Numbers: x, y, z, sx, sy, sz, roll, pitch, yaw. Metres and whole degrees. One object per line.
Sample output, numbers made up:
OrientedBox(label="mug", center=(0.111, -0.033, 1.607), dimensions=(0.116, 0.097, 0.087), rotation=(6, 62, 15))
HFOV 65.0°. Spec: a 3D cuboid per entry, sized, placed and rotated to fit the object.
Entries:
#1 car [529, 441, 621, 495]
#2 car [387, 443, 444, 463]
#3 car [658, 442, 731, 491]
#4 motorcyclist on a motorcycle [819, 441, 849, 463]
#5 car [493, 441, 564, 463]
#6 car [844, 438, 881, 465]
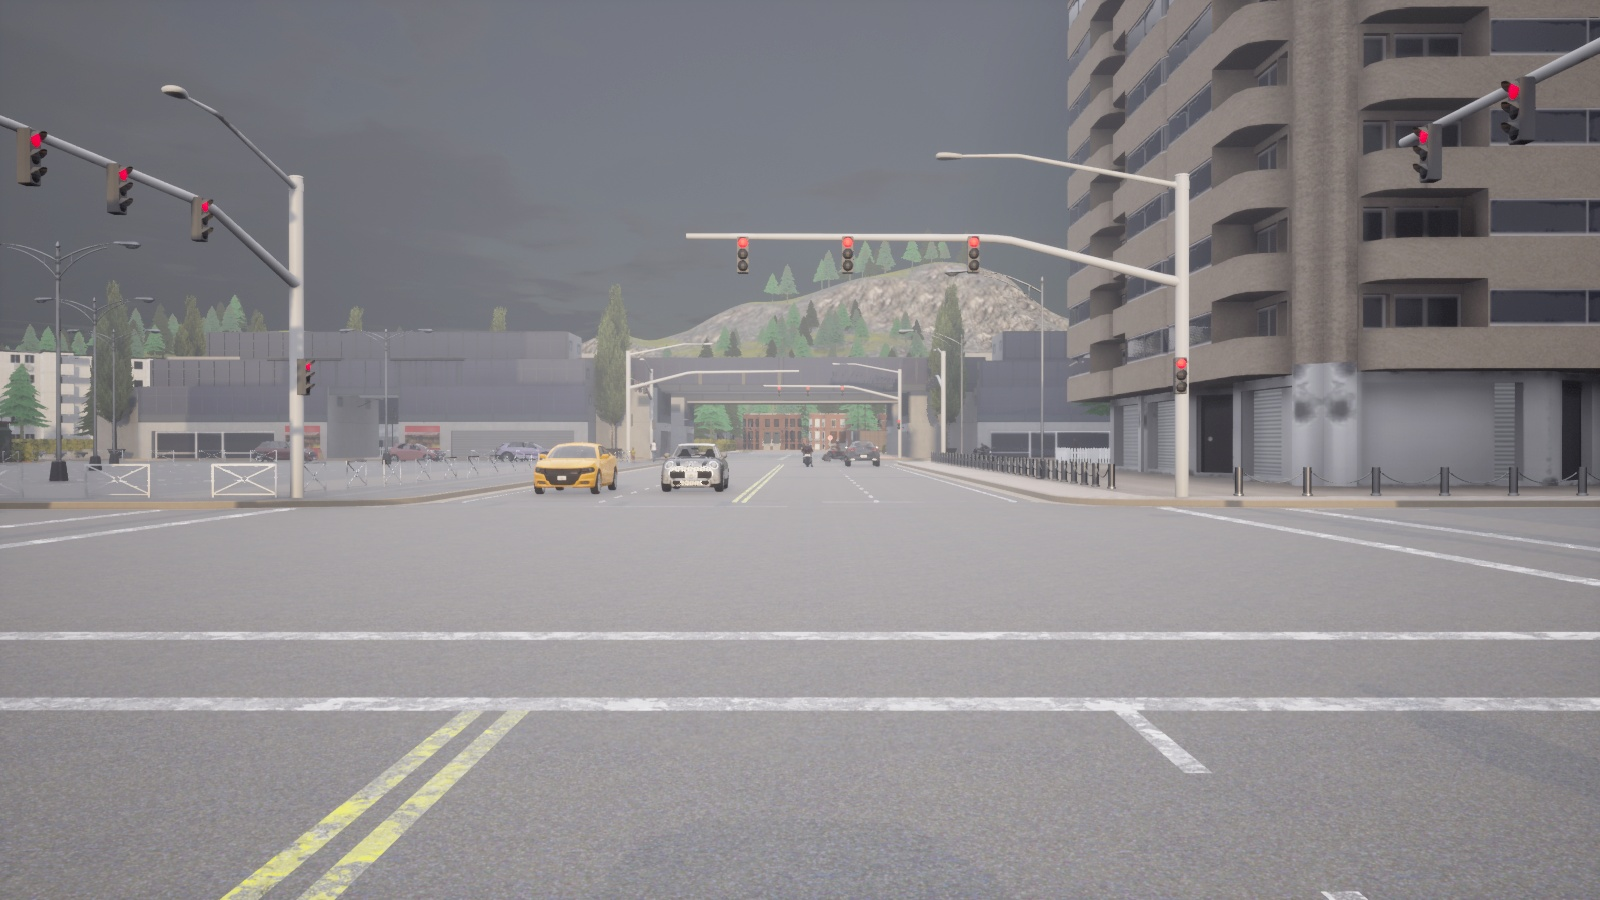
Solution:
OrientedBox(label="car", center=(-6.764, 0.503, 38.227), dimensions=(1.882, 1.535, 5.008), rotation=(0, 0, 0))
OrientedBox(label="car", center=(-28.654, 0.209, 93.600), dimensions=(3.633, 1.501, 1.845), rotation=(0, 0, 2))
OrientedBox(label="car", center=(-3.257, 0.486, 39.460), dimensions=(1.970, 1.475, 3.806), rotation=(0, 0, 0))
OrientedBox(label="motorcyclist on a motorcycle", center=(2.657, 0.148, 97.583), dimensions=(2.350, 1.649, 0.766), rotation=(0, 1, -33))
OrientedBox(label="car", center=(-20.163, 0.133, 93.345), dimensions=(4.856, 1.649, 2.033), rotation=(0, 0, 1))
OrientedBox(label="car", center=(3.982, 0.073, 80.615), dimensions=(2.152, 1.651, 5.027), rotation=(0, 0, 0))
